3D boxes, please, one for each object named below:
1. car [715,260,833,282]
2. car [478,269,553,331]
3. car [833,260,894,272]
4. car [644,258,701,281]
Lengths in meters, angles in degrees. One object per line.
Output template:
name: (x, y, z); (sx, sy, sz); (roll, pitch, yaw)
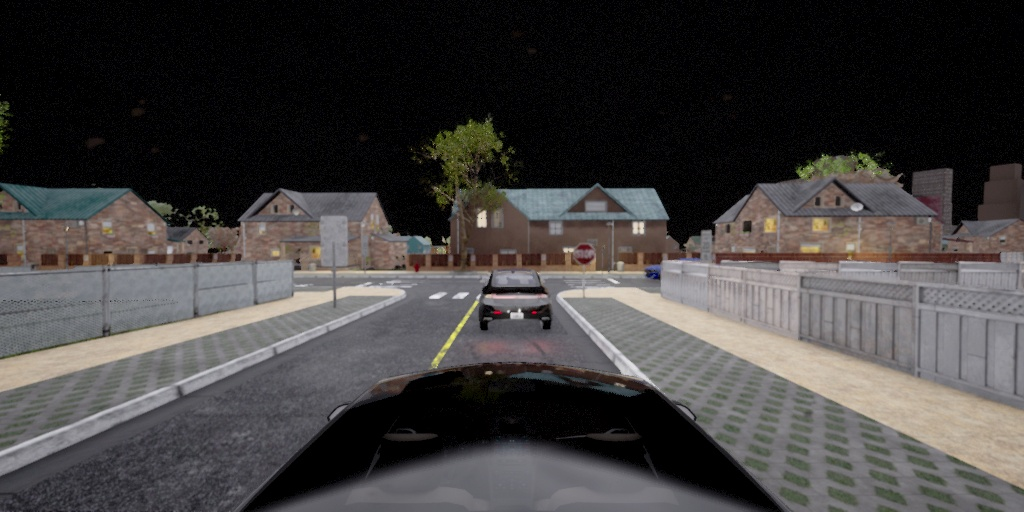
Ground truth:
car: (14.865, 0.985, 20.585); (5.008, 1.535, 1.882); (0, 2, 3)
car: (0.039, 1.115, 10.555); (2.128, 1.511, 4.902); (0, 1, -2)
car: (22.077, 0.964, 23.226); (4.181, 1.385, 1.994); (0, 2, 1)
car: (11.250, 0.878, 23.496); (5.008, 1.535, 1.882); (0, 2, 1)
